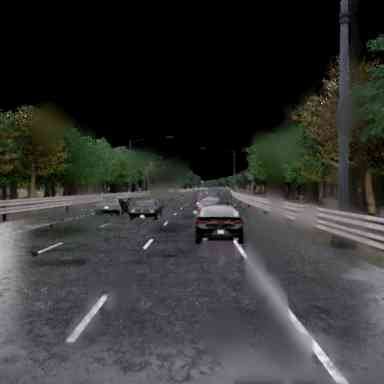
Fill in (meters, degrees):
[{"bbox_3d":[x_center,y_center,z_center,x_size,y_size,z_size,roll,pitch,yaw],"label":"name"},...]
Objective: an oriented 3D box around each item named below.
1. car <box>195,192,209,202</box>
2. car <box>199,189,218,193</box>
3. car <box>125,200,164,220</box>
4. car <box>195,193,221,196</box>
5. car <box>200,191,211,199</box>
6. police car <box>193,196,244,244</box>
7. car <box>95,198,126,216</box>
[{"bbox_3d":[1.593,0.776,50.974,1.812,1.442,4.674,0,1,5],"label":"car"},{"bbox_3d":[1.509,0.773,30.350,2.150,2.045,5.566,0,1,2],"label":"car"},{"bbox_3d":[-3.155,1.245,23.892,1.895,1.301,4.718,0,1,2],"label":"car"},{"bbox_3d":[1.309,1.089,24.609,1.801,1.575,5.366,0,1,2],"label":"car"},{"bbox_3d":[2.700,0.577,64.840,1.812,1.442,4.674,0,1,6],"label":"car"},{"bbox_3d":[1.087,1.206,14.686,1.930,1.638,5.238,0,1,1],"label":"police car"},{"bbox_3d":[-6.528,1.153,27.661,1.994,1.385,4.181,0,1,2],"label":"car"}]
